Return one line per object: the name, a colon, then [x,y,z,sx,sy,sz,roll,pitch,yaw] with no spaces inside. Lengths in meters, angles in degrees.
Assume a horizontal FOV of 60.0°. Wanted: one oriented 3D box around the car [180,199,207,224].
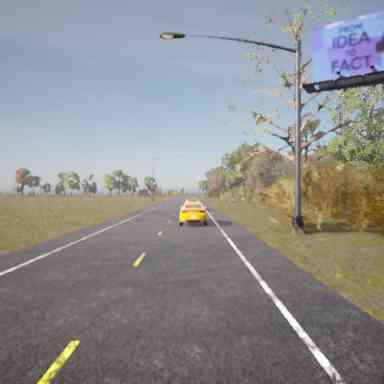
car: [0.095,1.504,24.690,1.882,1.535,5.008,0,0,0]
